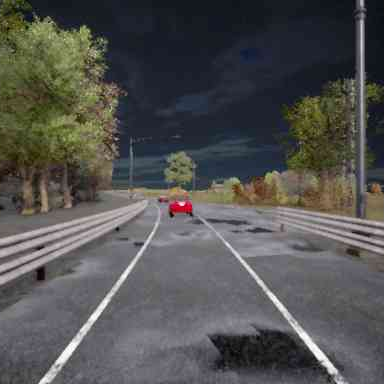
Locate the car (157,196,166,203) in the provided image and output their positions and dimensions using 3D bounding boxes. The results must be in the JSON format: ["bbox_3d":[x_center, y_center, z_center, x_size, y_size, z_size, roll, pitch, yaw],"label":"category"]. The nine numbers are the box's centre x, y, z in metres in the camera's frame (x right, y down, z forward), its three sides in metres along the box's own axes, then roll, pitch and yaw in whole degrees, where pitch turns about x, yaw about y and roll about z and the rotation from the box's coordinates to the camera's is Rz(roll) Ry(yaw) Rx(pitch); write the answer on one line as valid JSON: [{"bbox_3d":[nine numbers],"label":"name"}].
[{"bbox_3d":[-5.946,1.475,67.083,1.882,1.535,5.008,0,0,-11],"label":"car"}]

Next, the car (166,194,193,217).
[{"bbox_3d":[-1.170,1.241,32.206,2.150,2.045,5.566,0,0,-5],"label":"car"}]
